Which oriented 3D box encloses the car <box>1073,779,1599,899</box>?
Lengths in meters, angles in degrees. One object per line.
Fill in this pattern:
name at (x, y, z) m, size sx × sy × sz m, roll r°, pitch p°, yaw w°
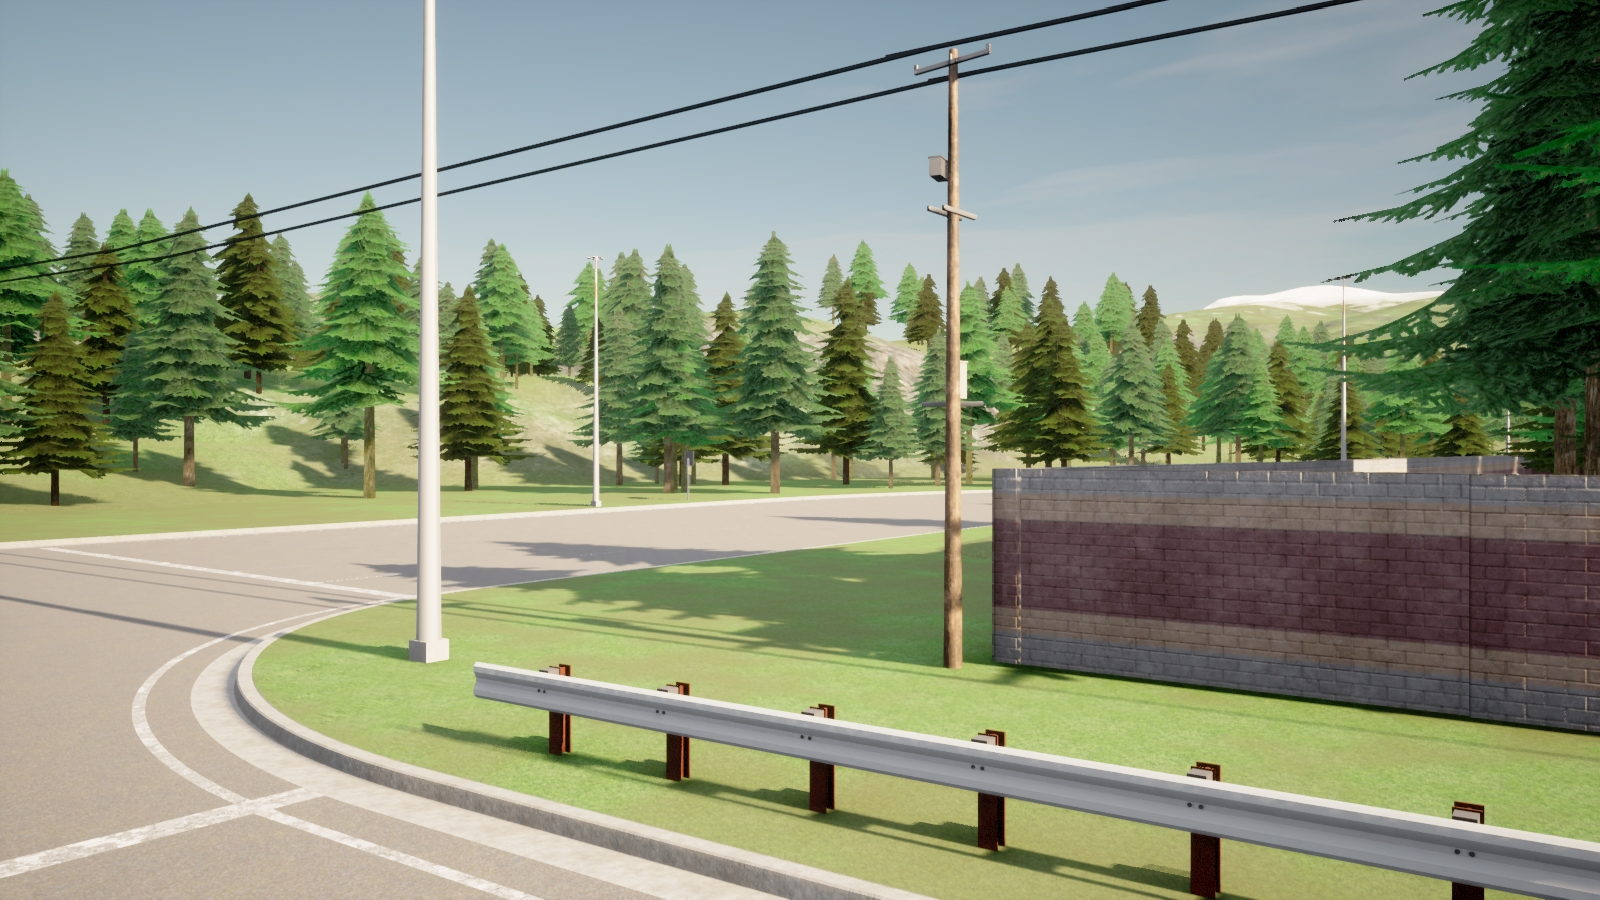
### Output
car at (3.010, 1.982, 1.681) m, size 5.238 × 1.638 × 2.097 m, roll 0°, pitch 0°, yaw 35°
